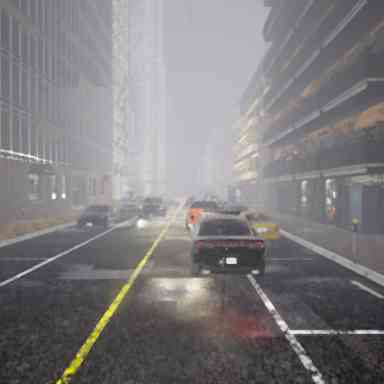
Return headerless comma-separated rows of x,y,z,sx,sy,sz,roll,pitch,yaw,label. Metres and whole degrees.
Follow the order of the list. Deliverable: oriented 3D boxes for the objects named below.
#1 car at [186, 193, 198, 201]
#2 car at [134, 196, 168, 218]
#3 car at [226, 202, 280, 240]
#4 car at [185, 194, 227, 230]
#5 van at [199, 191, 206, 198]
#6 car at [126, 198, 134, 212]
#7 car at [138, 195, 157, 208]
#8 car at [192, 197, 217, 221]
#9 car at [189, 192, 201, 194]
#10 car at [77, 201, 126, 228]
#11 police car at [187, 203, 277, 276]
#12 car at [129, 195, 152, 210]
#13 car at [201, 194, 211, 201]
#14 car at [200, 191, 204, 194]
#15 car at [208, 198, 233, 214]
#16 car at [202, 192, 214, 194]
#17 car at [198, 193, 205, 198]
-0.011,1.007,65.442,2.128,1.511,4.902,0,0,0,car
-3.100,1.143,27.257,2.097,1.767,4.553,0,0,0,car
2.689,1.407,15.170,1.752,1.417,4.829,0,0,0,car
0.687,1.197,20.032,2.097,1.767,4.553,0,1,0,car
2.674,0.706,88.429,1.690,1.788,3.998,0,0,0,van
-5.695,1.307,31.944,2.008,1.369,4.403,0,0,0,car
-5.698,1.202,43.071,1.752,1.417,4.829,0,0,0,car
0.896,1.254,26.253,1.801,1.575,5.366,0,0,0,car
0.027,1.165,48.332,1.812,1.442,4.674,0,1,1,car
-5.693,1.406,20.648,1.947,1.339,4.313,0,0,0,car
0.899,1.345,10.172,1.930,1.638,5.238,0,0,0,police car
-5.697,1.156,37.593,1.967,1.590,4.097,0,0,0,car
2.679,1.097,65.837,1.802,1.307,4.206,0,0,0,car
2.681,0.911,54.538,2.192,1.841,5.009,0,0,0,car
2.685,1.308,31.947,2.008,1.369,4.403,0,0,0,car
2.683,1.116,43.242,1.967,1.590,4.097,0,0,0,car
2.673,0.895,94.079,1.947,1.339,4.313,0,0,0,car
